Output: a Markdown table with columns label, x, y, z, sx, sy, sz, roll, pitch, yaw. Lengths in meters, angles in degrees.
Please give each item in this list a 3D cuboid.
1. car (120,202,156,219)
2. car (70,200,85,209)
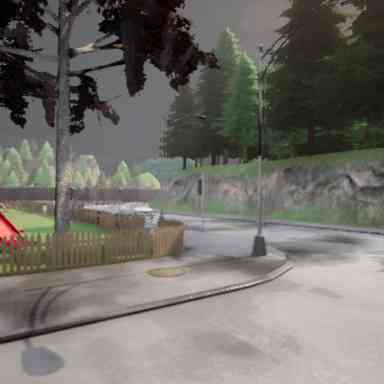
| label | x | y | z | sx | sy | sz | roll | pitch | yaw |
| --- | --- | --- | --- | --- | --- | --- | --- | --- | --- |
| car | -5.057 | 1.646 | 30.325 | 1.812 | 1.442 | 4.674 | 1 | 0 | -35 |
| car | -16.691 | 1.727 | 46.874 | 1.895 | 1.301 | 4.718 | 1 | 0 | -35 |
